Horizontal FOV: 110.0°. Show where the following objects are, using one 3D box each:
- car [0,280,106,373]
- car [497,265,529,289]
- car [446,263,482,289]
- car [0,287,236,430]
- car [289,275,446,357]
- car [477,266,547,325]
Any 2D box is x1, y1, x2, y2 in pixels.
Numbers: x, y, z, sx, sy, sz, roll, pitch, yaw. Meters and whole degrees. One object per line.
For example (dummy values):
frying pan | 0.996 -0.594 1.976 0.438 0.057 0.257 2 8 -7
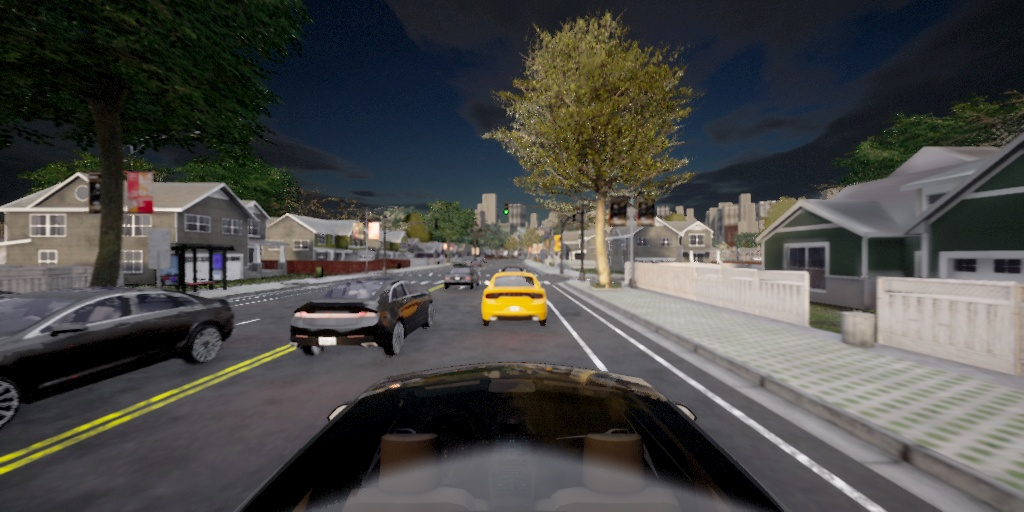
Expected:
car | -9.851 1.254 5.309 2.128 1.511 4.902 0 0 0
car | 0.048 1.384 24.526 1.994 1.385 4.181 0 0 0
car | -3.204 1.365 23.568 2.033 1.411 5.357 0 0 0
car | -6.601 1.254 5.314 2.128 1.511 4.902 0 0 0
car | -3.184 1.264 8.631 2.128 1.511 4.902 0 0 0
car | 0.074 1.260 12.079 1.882 1.535 5.008 0 0 0
